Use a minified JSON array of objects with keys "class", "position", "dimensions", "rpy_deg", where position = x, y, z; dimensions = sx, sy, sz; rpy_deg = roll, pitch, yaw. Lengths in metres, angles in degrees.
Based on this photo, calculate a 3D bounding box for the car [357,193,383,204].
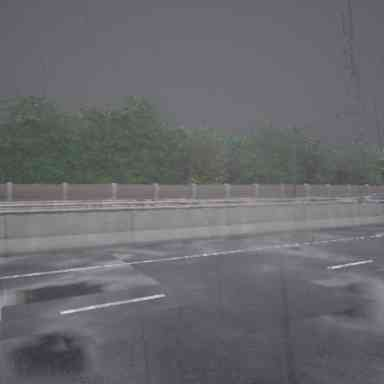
[{"class":"car","position":[18.016,1.102,31.408],"dimensions":[5.566,2.045,2.150],"rpy_deg":[0,0,-29]}]
